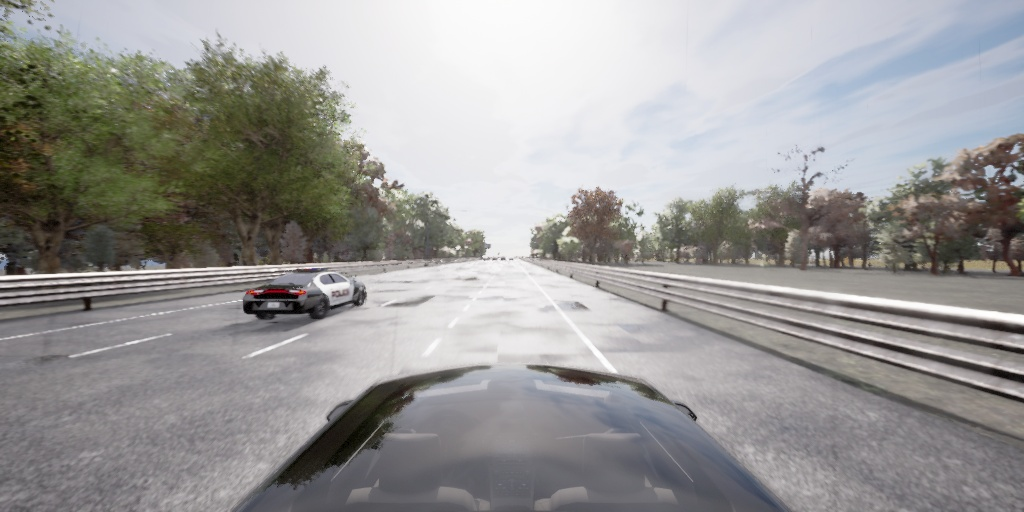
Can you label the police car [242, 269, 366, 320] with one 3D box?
[{"bbox_3d":[-6.915,1.226,12.786,2.038,1.542,4.974,0,0,0],"label":"police car"}]
